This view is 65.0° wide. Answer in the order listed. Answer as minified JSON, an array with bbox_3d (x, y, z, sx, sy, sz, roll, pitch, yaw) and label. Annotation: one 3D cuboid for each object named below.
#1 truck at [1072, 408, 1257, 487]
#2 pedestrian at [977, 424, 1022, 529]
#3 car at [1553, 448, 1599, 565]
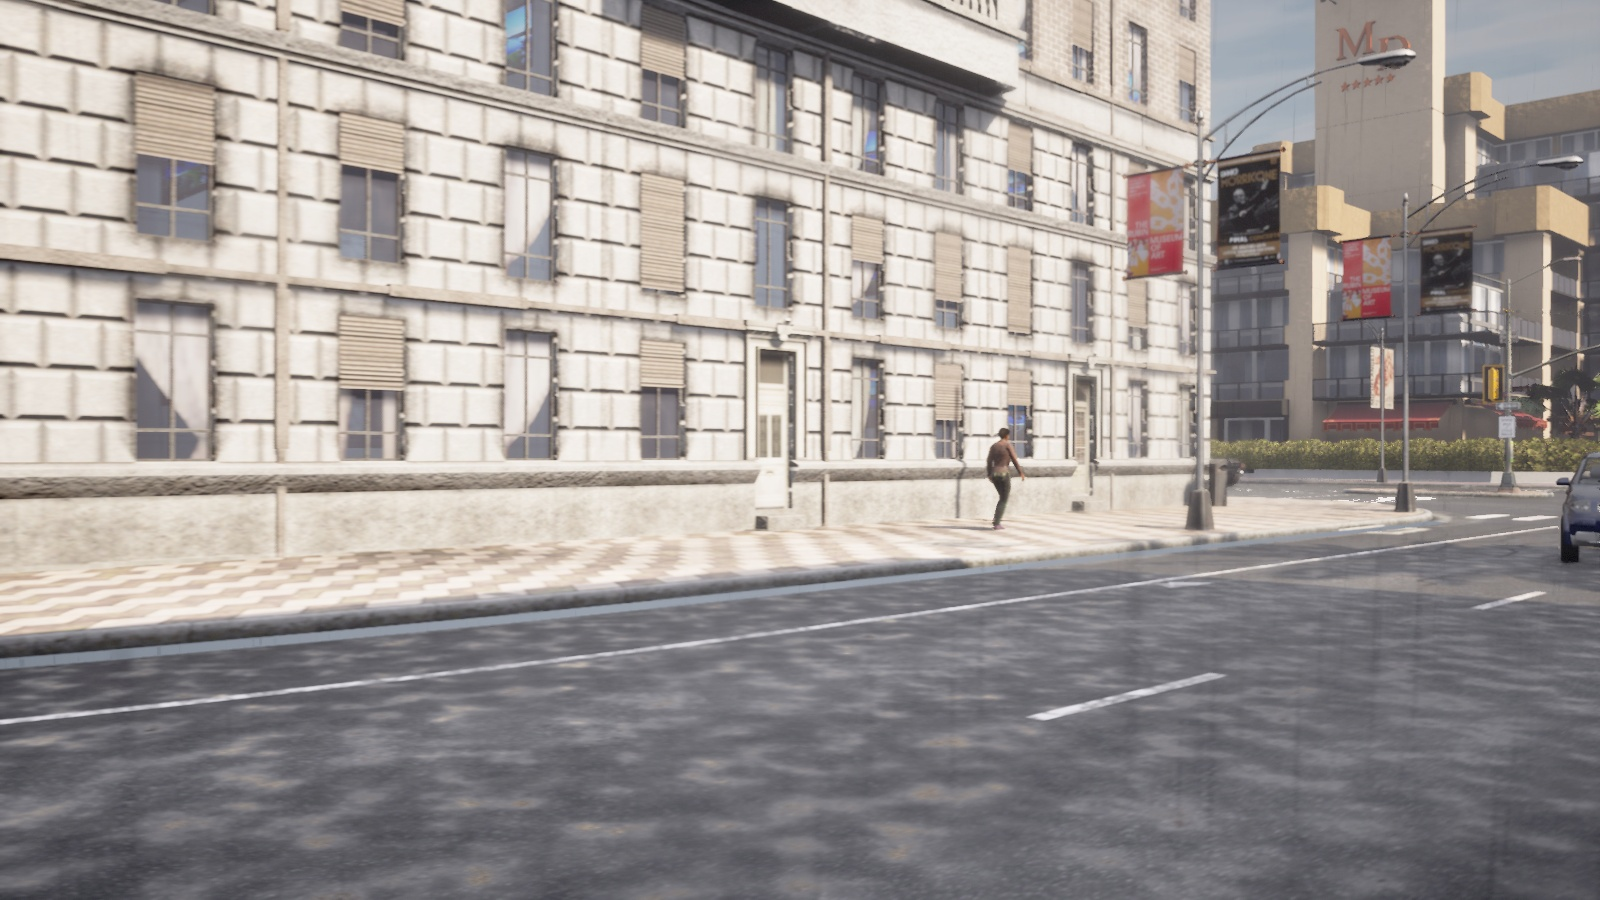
[{"bbox_3d":[17.076,-0.104,59.255,2.891,3.462,7.936,0,0,-45],"label":"truck"},{"bbox_3d":[3.487,0.458,21.923,0.328,1.805,0.869,0,0,43],"label":"pedestrian"},{"bbox_3d":[11.892,0.748,18.029,1.789,1.549,3.705,0,0,32],"label":"car"}]
